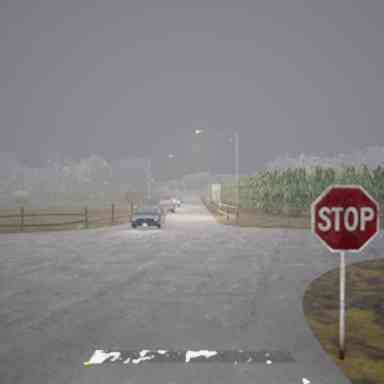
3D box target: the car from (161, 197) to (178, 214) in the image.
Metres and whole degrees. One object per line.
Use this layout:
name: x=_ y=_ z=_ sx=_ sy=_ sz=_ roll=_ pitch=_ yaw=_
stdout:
car: x=-2.747 y=1.540 z=35.646 sx=1.812 sy=1.442 sz=4.674 roll=0 pitch=0 yaw=0

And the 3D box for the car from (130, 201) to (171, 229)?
car: x=-2.794 y=1.572 z=22.385 sx=2.033 sy=1.411 sz=5.357 roll=0 pitch=0 yaw=0

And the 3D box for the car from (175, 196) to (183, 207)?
car: x=-2.697 y=1.587 z=49.139 sx=1.895 sy=1.301 sz=4.718 roll=0 pitch=0 yaw=0

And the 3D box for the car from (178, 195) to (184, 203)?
car: x=-2.539 y=1.449 z=65.141 sx=1.837 sy=1.490 sz=4.892 roll=0 pitch=0 yaw=0
